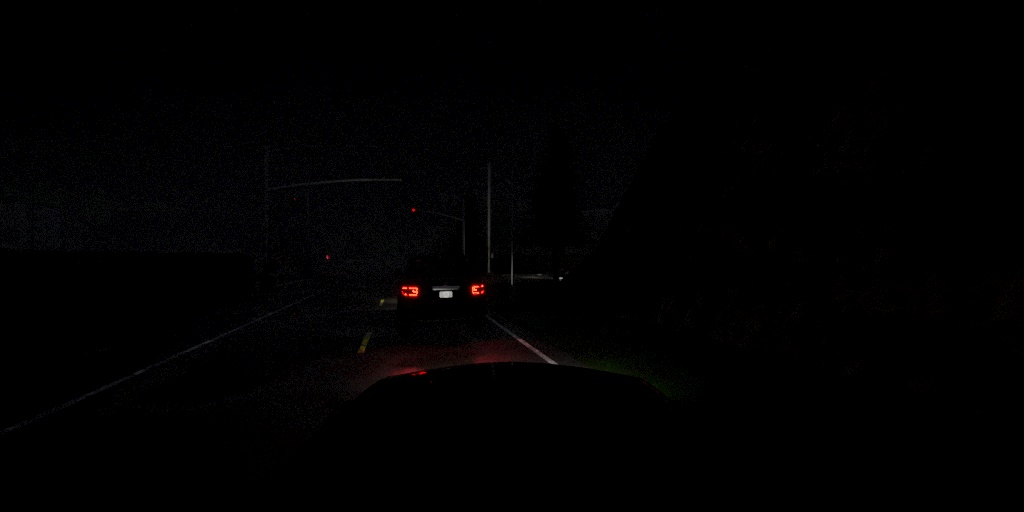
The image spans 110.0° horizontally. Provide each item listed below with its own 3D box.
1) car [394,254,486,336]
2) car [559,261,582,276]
[{"bbox_3d":[-2.278,0.971,10.763,2.150,2.045,5.566,0,0,-17],"label":"car"},{"bbox_3d":[6.499,1.228,35.347,5.008,1.535,1.882,0,0,-19],"label":"car"}]
